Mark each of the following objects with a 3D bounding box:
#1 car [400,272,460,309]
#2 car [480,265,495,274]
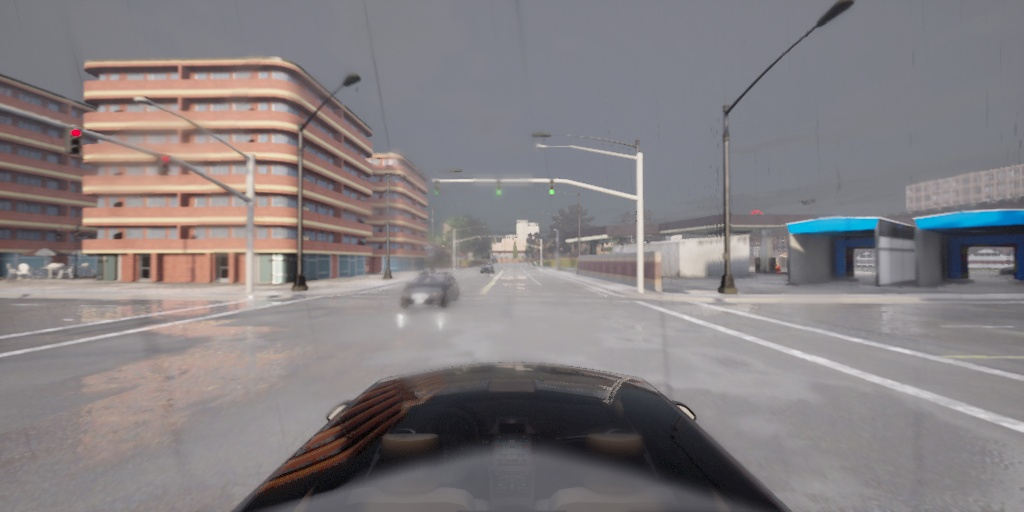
[{"bbox_3d":[-3.503,1.473,16.041,2.128,1.511,4.902,0,-1,0],"label":"car"},{"bbox_3d":[-3.488,1.961,51.878,1.994,1.385,4.181,0,0,0],"label":"car"}]
